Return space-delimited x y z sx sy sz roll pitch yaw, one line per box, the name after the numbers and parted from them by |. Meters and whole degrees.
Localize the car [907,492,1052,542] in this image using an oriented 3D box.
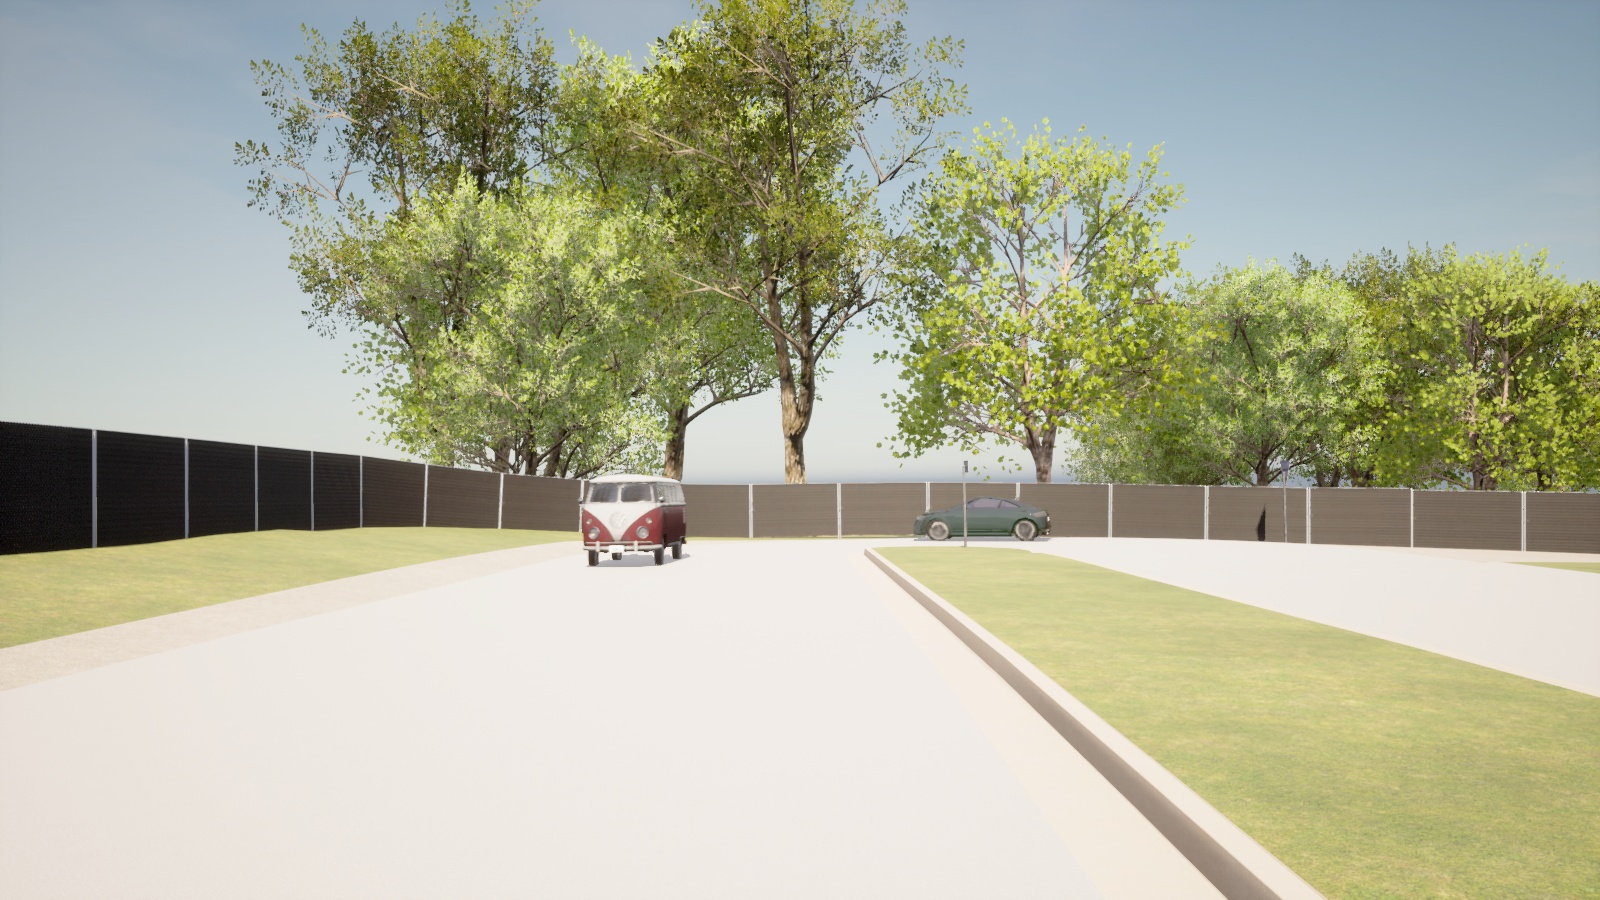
5.530 2.052 38.577 4.181 1.385 1.994 -2 -1 15 | car

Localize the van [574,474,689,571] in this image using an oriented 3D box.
-3.713 1.600 28.427 1.775 1.987 4.442 -2 -2 3 | van
